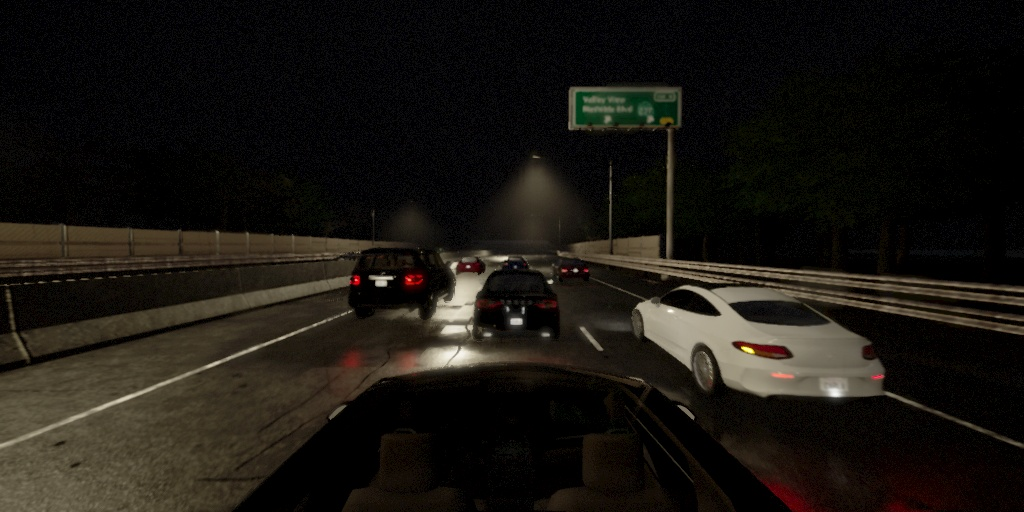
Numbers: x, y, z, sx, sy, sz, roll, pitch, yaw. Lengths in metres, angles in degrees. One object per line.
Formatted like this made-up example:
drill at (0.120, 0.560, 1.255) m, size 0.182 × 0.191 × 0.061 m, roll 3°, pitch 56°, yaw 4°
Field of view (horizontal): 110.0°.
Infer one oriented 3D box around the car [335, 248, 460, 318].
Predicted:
car at (-3.357, 0.749, 11.963) m, size 2.150 × 2.045 × 5.566 m, roll 0°, pitch 1°, yaw 1°

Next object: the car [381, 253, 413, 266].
car at (-13.737, 0.378, 43.304) m, size 2.033 × 1.411 × 5.357 m, roll 0°, pitch 1°, yaw 1°

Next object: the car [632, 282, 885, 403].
car at (3.578, 1.181, 6.208) m, size 1.812 × 1.442 × 4.674 m, roll 0°, pitch 1°, yaw 2°

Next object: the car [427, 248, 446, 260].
car at (-13.351, -0.393, 63.496) m, size 2.150 × 2.045 × 5.566 m, roll 0°, pitch 1°, yaw 1°

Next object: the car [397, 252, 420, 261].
car at (-16.953, 0.027, 59.111) m, size 2.033 × 1.411 × 5.357 m, roll 0°, pitch 1°, yaw 2°

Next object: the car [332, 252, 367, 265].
car at (-20.687, 0.266, 45.820) m, size 2.128 × 1.511 × 4.902 m, roll 0°, pitch 1°, yaw 1°

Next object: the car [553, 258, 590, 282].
car at (3.709, 0.829, 23.177) m, size 2.033 × 1.411 × 5.357 m, roll 0°, pitch 1°, yaw 1°

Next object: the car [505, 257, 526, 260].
car at (0.280, 0.722, 28.721) m, size 1.994 × 1.385 × 4.181 m, roll 0°, pitch 1°, yaw 1°

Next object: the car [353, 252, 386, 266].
car at (-17.226, 0.300, 43.630) m, size 1.882 × 1.535 × 5.008 m, roll 0°, pitch 1°, yaw 1°

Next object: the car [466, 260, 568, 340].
car at (0.114, 1.062, 9.465) m, size 1.882 × 1.535 × 5.008 m, roll 0°, pitch 2°, yaw 1°

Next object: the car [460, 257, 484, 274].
car at (-3.221, 0.723, 28.617) m, size 1.994 × 1.385 × 4.181 m, roll 0°, pitch 1°, yaw 1°
